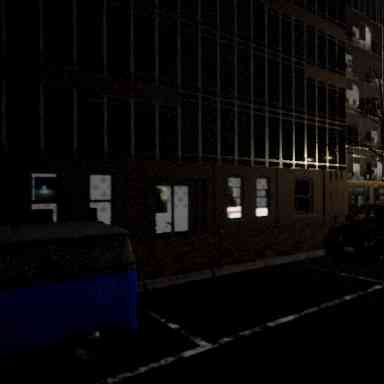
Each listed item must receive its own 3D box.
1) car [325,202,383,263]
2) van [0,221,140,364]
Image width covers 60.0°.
[{"bbox_3d":[6.396,1.254,10.661,5.009,1.841,2.192,0,0,-35],"label":"car"},{"bbox_3d":[-2.655,1.340,4.206,3.998,1.788,1.690,0,0,-35],"label":"van"}]
